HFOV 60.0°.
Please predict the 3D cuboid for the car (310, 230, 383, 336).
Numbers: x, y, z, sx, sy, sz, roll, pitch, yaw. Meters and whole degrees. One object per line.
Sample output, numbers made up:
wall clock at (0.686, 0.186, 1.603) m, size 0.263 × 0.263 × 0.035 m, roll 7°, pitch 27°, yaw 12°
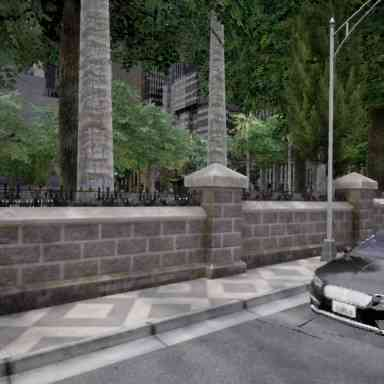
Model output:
car at (4.281, 1.496, 6.430) m, size 4.902 × 1.511 × 2.128 m, roll 0°, pitch 0°, yaw -35°
